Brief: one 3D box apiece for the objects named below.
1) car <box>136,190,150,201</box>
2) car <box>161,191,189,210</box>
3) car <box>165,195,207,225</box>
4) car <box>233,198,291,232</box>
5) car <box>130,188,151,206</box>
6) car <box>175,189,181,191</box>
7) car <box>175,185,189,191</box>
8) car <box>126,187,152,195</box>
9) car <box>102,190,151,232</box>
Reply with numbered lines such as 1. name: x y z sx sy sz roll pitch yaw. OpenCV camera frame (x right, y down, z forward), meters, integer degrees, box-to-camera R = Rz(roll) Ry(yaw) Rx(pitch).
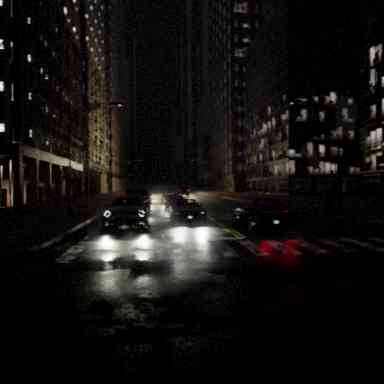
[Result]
1. car: -6.812 0.455 46.700 1.812 1.442 4.674 -1 1 -7
2. car: -1.443 0.876 29.063 1.994 1.385 4.181 -1 1 -6
3. car: -0.338 1.098 19.501 1.994 1.385 4.181 -1 1 -7
4. car: 3.417 1.049 17.044 2.128 1.511 4.902 -1 1 -7
5. car: -5.583 0.521 36.501 2.097 1.767 4.553 -1 1 -7
6. car: -2.635 0.676 39.221 1.895 1.301 4.718 -1 1 -7
7. car: -1.794 -0.213 59.327 2.150 2.045 5.566 -1 1 -7
8. car: -4.474 0.615 26.871 2.150 2.045 5.566 -1 1 -6
9. car: -3.360 0.965 17.367 2.097 1.767 4.553 -1 1 -7
